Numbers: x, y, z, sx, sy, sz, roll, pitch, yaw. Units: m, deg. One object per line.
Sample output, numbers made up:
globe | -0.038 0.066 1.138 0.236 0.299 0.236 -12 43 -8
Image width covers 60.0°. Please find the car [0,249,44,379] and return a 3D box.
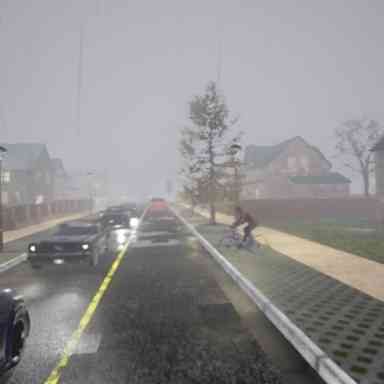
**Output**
car | -3.068 1.625 2.906 1.994 1.385 4.181 -1 0 -6

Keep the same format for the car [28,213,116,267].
car | -4.016 1.669 11.639 1.895 1.301 4.718 -1 0 -6

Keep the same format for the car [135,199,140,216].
car | -6.311 1.699 33.069 1.895 1.301 4.718 -1 0 -6

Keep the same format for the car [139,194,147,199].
car | -10.904 1.205 75.568 2.097 1.767 4.553 -1 0 -6

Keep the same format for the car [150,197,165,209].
car | -5.200 1.566 49.631 2.128 1.511 4.902 -1 0 -6

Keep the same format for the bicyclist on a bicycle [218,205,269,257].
bicyclist on a bicycle | 1.631 1.247 10.510 1.656 1.620 0.582 -1 0 -6

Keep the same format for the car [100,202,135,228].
car | -5.216 1.646 22.738 1.994 1.385 4.181 -1 0 -6

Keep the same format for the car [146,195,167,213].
car | -3.958 1.397 38.219 2.097 1.767 4.553 -1 0 -7
